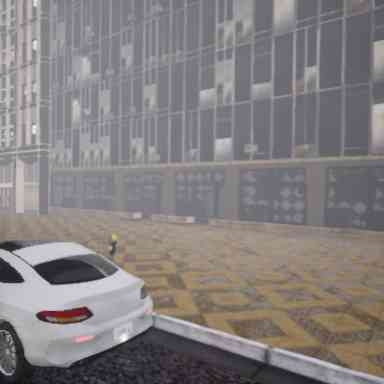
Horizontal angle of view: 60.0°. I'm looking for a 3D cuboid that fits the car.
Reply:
[{"bbox_3d":[-2.705,1.489,5.359,4.674,1.442,1.812,0,0,35],"label":"car"}]
